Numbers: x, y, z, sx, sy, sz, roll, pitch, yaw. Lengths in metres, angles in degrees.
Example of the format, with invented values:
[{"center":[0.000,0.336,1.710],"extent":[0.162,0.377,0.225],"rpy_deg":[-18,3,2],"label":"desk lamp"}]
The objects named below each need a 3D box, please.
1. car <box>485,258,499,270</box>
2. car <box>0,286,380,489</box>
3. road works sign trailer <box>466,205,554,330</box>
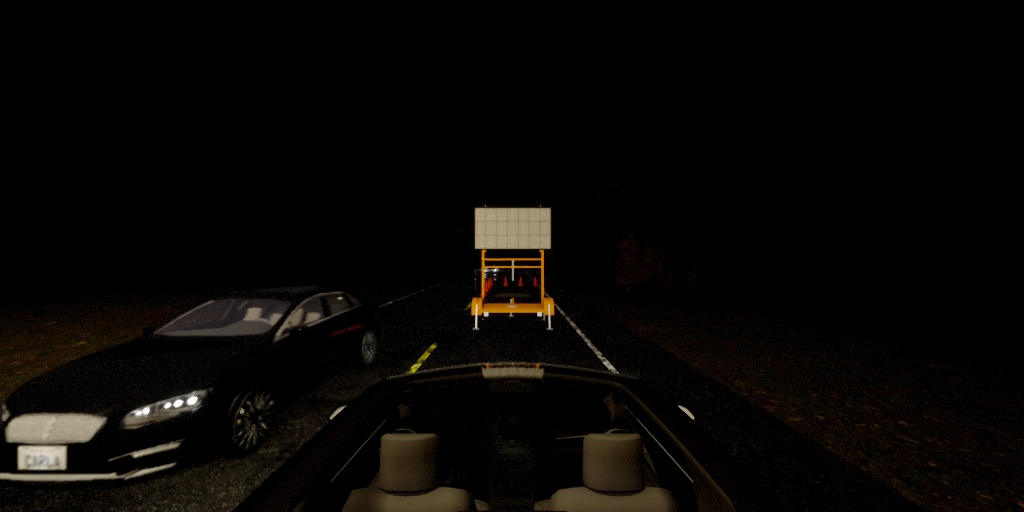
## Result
[{"center":[-3.336,1.287,55.085],"extent":[1.837,1.490,4.892],"rpy_deg":[0,0,0],"label":"car"},{"center":[-3.490,1.241,5.121],"extent":[2.128,1.511,4.902],"rpy_deg":[0,0,0],"label":"car"},{"center":[0.028,0.215,11.140],"extent":[2.380,3.560,2.880],"rpy_deg":[0,0,0],"label":"road works sign trailer"}]
